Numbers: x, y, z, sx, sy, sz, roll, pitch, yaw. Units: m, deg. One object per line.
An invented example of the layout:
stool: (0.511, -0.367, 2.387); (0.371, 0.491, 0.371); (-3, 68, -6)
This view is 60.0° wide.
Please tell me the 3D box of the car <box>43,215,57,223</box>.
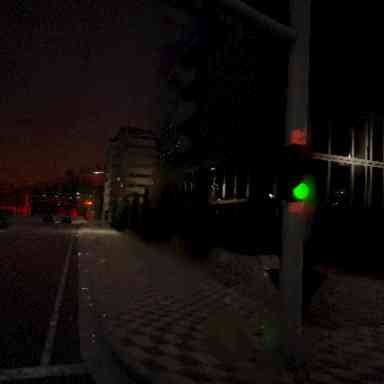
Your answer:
car: (-30.085, 5.691, 69.866); (1.882, 1.535, 5.008); (5, -5, -19)

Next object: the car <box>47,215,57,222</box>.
car: (-33.476, 6.278, 79.702); (1.812, 1.442, 4.674); (5, -5, -19)

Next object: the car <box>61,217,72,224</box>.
car: (-26.922, 6.080, 71.374); (1.994, 1.385, 4.181); (5, -5, -19)

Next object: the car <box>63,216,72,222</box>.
car: (-30.187, 6.640, 80.846); (1.895, 1.301, 4.718); (5, -5, -19)

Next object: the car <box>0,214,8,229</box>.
car: (-23.148, 3.352, 39.051); (2.097, 1.767, 4.553); (5, -5, -18)
